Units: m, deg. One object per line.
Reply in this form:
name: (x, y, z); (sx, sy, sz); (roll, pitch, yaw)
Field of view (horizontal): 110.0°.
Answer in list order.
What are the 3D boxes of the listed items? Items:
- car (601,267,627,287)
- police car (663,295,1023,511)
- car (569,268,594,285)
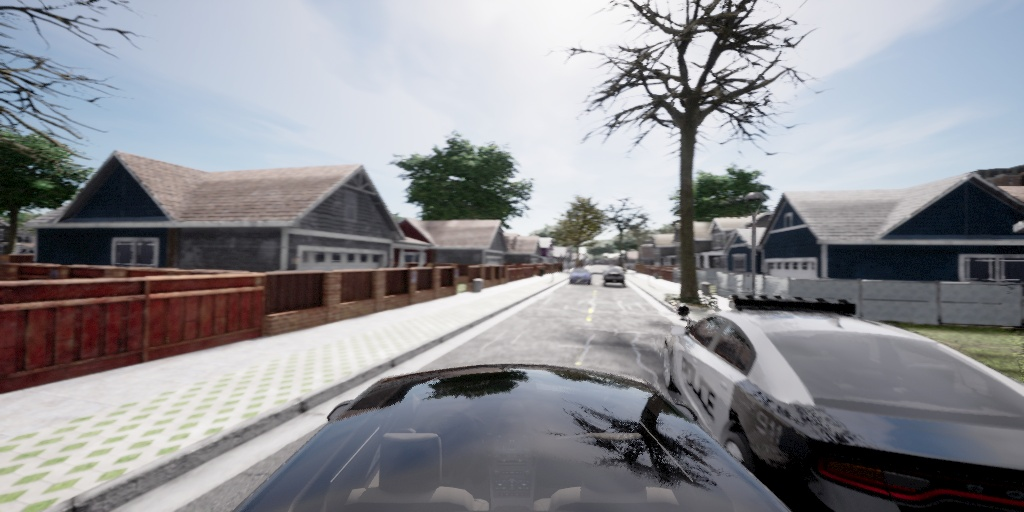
car: (8.822, 1.795, 31.090); (1.837, 1.490, 4.892); (1, 0, 14)
police car: (2.959, 1.260, 3.954); (1.930, 1.638, 5.238); (1, -1, 14)
car: (6.147, 1.776, 32.035); (1.812, 1.442, 4.674); (1, -1, 14)
